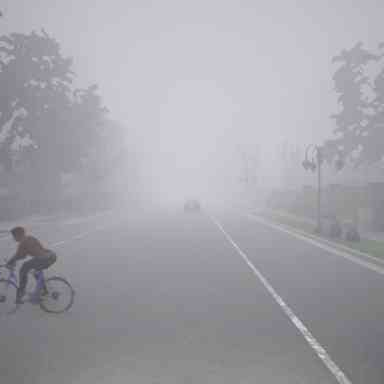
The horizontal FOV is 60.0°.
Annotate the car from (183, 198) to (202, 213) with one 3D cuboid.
[{"bbox_3d":[0.044,1.488,36.417,2.128,1.511,4.902,0,0,0],"label":"car"}]

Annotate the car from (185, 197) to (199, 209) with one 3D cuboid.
[{"bbox_3d":[-0.020,1.503,46.423,1.812,1.442,4.674,0,0,0],"label":"car"}]

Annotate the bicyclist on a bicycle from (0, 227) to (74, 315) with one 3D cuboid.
[{"bbox_3d":[-2.993,1.455,6.081,1.656,1.620,0.582,-2,0,0],"label":"bicyclist on a bicycle"}]
